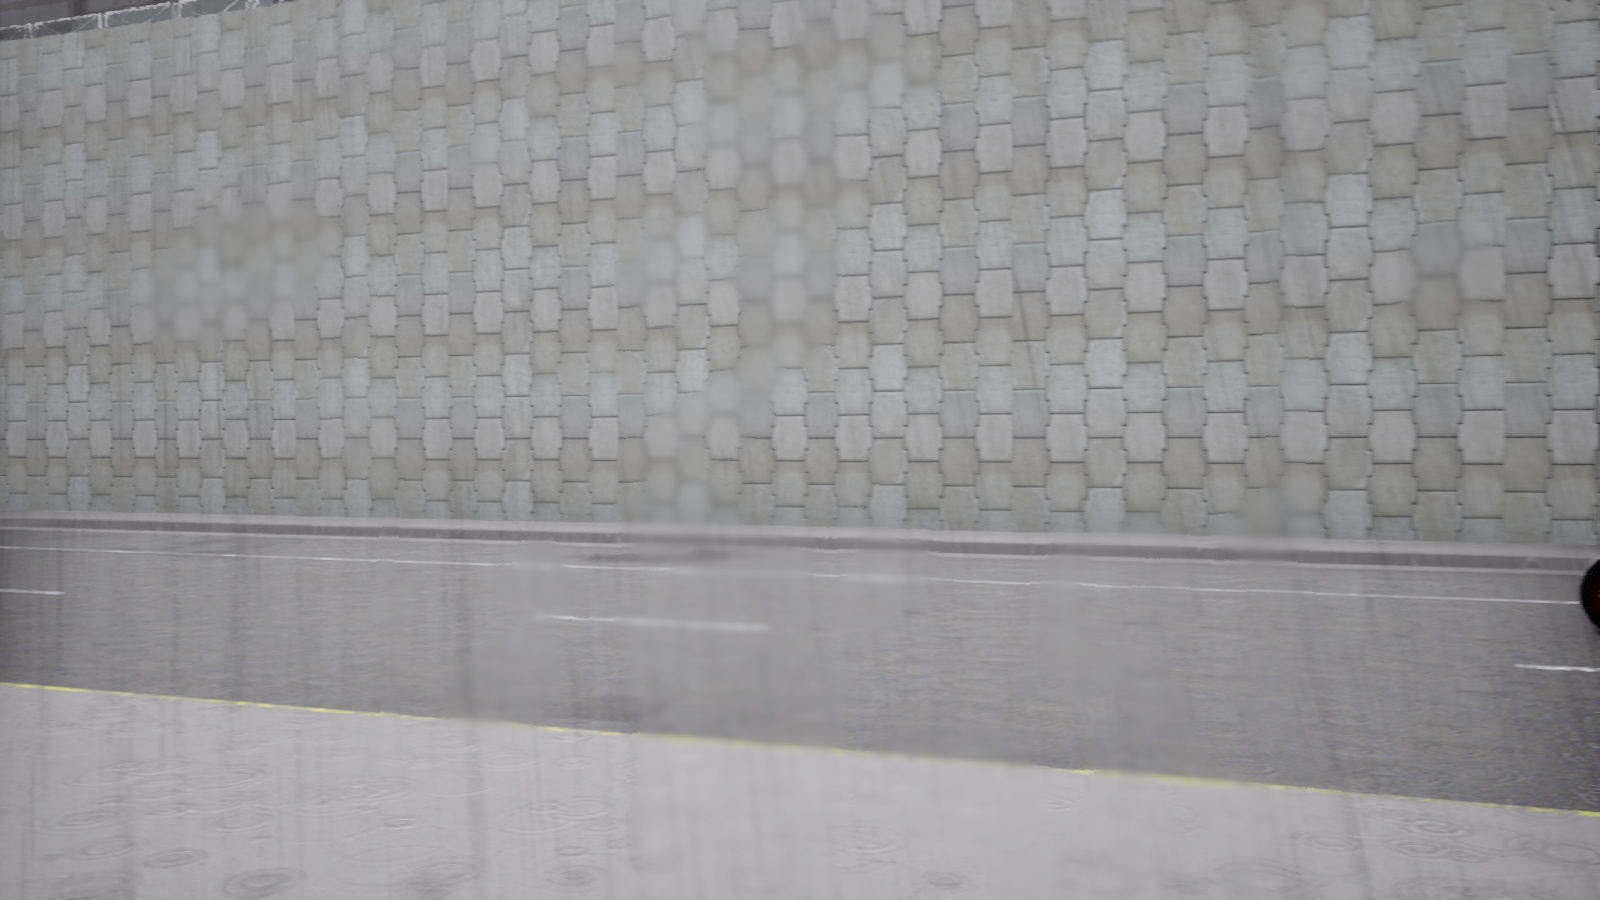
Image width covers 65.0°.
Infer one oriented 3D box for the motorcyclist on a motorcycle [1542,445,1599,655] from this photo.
[{"bbox_3d":[6.869,0.738,9.322,2.191,1.530,0.866,1,1,19],"label":"motorcyclist on a motorcycle"}]
